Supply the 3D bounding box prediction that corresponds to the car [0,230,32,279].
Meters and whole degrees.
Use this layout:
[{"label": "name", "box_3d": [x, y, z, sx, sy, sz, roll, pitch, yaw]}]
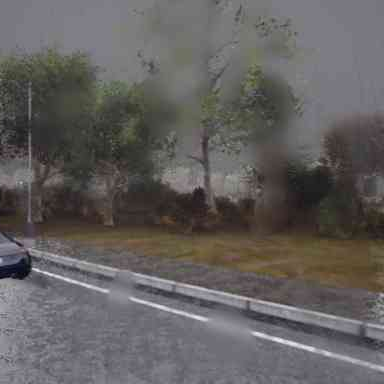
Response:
[{"label": "car", "box_3d": [-6.111, 1.583, 8.996, 4.181, 1.385, 1.994, 0, 0, 40]}]
